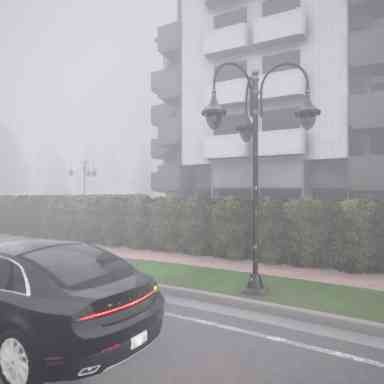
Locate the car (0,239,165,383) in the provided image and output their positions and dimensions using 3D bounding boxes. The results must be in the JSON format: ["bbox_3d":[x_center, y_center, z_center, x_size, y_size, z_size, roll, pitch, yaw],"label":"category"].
[{"bbox_3d":[-2.710,1.504,5.165,4.892,1.490,1.837,0,0,31],"label":"car"}]
